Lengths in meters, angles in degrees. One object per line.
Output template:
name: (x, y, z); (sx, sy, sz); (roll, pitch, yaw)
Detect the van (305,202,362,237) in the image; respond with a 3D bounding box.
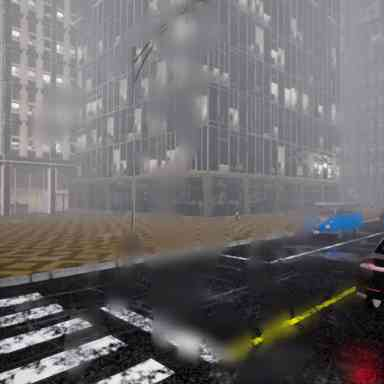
van: (7.433, 1.395, 17.324); (3.998, 1.788, 1.690); (0, 0, -44)

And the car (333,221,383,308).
car: (5.073, 1.503, 6.937); (4.902, 1.511, 2.128); (0, 0, -44)

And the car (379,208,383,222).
car: (15.669, 1.610, 25.173); (4.507, 1.381, 1.887); (0, 0, -44)
